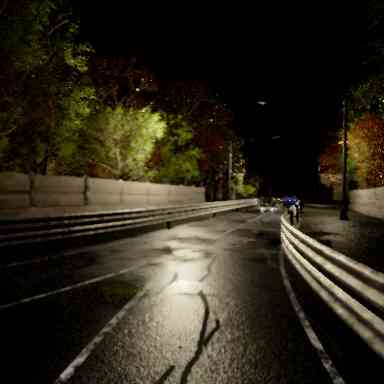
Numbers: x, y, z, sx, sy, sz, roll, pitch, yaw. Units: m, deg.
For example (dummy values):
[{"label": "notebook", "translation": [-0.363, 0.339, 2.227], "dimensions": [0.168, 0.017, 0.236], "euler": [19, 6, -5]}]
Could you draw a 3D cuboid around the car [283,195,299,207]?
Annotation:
[{"label": "car", "translation": [16.280, 1.508, 54.882], "dimensions": [2.150, 2.045, 5.566], "euler": [1, 0, 19]}]

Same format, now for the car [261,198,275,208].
[{"label": "car", "translation": [12.284, 1.712, 53.445], "dimensions": [1.837, 1.490, 4.892], "euler": [1, 0, 20]}]
